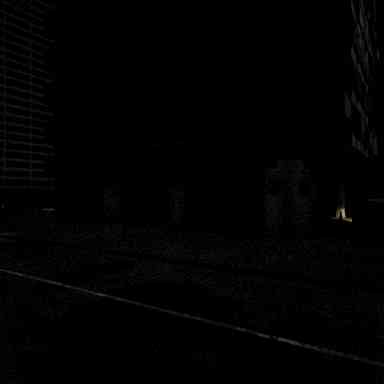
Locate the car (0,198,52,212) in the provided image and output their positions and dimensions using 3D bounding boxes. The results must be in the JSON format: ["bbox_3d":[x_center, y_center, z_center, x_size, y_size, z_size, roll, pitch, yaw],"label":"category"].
[{"bbox_3d":[-19.790,1.492,39.438,2.128,1.511,4.902,0,0,33],"label":"car"}]

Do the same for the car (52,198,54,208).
[{"bbox_3d":[-18.256,1.221,48.166,2.150,2.045,5.566,0,0,33],"label":"car"}]
